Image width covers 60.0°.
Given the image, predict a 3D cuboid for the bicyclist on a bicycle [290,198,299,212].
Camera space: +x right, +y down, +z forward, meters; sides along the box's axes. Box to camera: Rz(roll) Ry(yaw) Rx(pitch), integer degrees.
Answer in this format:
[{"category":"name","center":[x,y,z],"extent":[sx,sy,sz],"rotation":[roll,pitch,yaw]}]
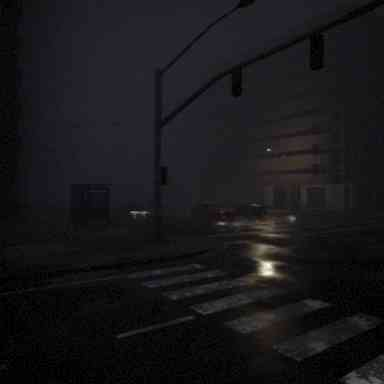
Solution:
[{"category":"bicyclist on a bicycle","center":[12.327,1.575,39.905],"extent":[1.656,1.620,0.582],"rotation":[0,0,-36]}]

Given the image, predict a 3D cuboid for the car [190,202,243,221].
[{"category":"car","center":[1.841,1.657,29.718],"extent":[1.882,1.535,5.008],"rotation":[0,0,-36]}]

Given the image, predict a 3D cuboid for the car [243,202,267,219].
[{"category":"car","center":[4.902,1.694,31.769],"extent":[2.128,1.511,4.902],"rotation":[0,0,-36]}]

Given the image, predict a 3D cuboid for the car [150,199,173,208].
[{"category":"car","center":[-4.990,1.773,51.008],"extent":[2.033,1.411,5.357],"rotation":[0,0,-36]}]

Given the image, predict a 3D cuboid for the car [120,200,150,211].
[{"category":"car","center":[-7.630,1.744,42.693],"extent":[1.994,1.385,4.181],"rotation":[0,0,-36]}]
